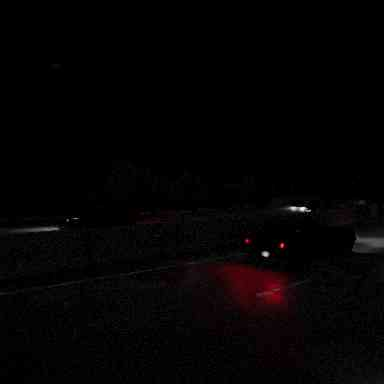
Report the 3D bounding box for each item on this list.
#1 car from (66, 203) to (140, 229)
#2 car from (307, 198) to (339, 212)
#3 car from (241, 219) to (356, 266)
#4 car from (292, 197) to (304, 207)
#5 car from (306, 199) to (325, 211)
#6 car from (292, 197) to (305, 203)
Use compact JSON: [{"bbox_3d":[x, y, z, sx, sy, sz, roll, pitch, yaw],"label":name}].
[{"bbox_3d":[-5.790,1.522,21.991,4.892,1.490,1.837,0,0,-41],"label":"car"},{"bbox_3d":[12.902,1.579,32.164,1.837,1.490,4.892,0,0,35],"label":"car"},{"bbox_3d":[3.919,1.609,11.672,4.718,1.301,1.895,0,0,-41],"label":"car"},{"bbox_3d":[17.765,1.810,55.633,1.895,1.301,4.718,0,0,21],"label":"car"},{"bbox_3d":[16.844,1.668,45.189,1.812,1.442,4.674,0,0,27],"label":"car"},{"bbox_3d":[26.996,1.932,84.276,1.994,1.385,4.181,0,0,3],"label":"car"}]
